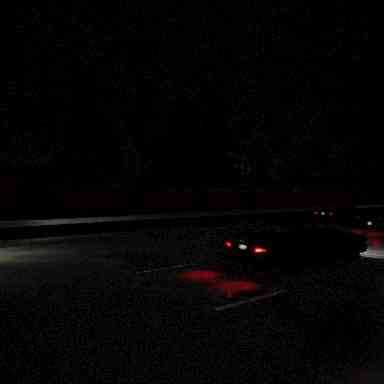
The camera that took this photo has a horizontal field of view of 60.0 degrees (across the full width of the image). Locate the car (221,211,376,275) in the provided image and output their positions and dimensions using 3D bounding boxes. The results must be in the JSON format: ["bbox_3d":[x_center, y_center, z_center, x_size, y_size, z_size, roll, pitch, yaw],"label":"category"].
[{"bbox_3d":[3.400,1.547,10.524,5.357,1.411,2.033,0,0,-36],"label":"car"}]

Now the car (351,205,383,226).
[{"bbox_3d":[12.593,1.601,21.535,4.718,1.301,1.895,0,0,-36],"label":"car"}]

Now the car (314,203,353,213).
[{"bbox_3d":[11.229,1.547,24.854,5.357,1.411,2.033,0,0,-36],"label":"car"}]
